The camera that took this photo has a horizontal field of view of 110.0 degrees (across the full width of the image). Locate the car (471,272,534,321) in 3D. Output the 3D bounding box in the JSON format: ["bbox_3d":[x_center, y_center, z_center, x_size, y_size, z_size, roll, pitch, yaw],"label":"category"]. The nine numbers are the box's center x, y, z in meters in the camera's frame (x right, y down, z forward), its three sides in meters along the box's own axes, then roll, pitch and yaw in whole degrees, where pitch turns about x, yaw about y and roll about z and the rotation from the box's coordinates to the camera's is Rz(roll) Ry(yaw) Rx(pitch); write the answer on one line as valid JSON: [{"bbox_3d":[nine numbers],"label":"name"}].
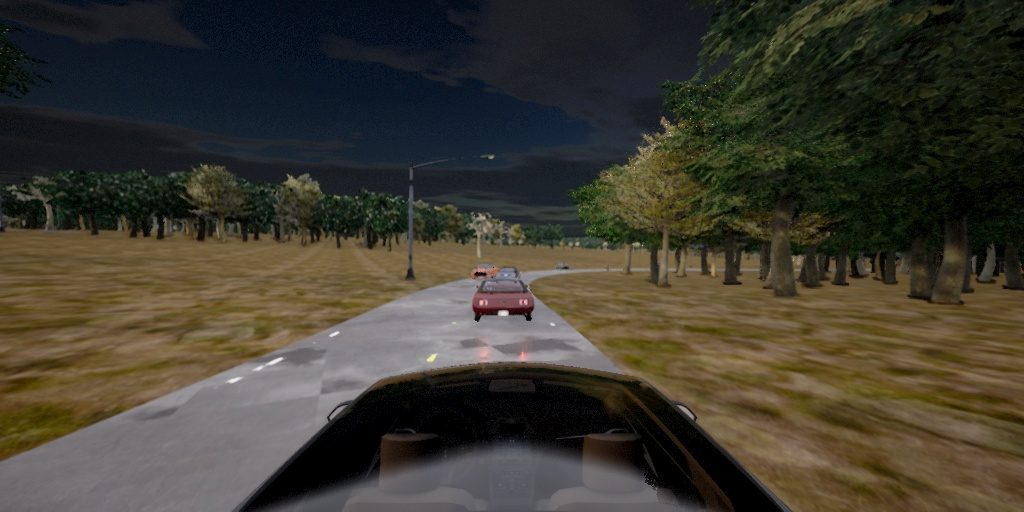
[{"bbox_3d":[-0.359,1.444,12.926,1.895,1.301,4.718,0,-1,-3],"label":"car"}]

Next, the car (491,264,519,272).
[{"bbox_3d":[-0.232,1.631,30.817,2.033,1.411,5.357,0,-1,5],"label":"car"}]

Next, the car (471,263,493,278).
[{"bbox_3d":[-2.714,1.501,36.476,2.097,1.767,4.553,0,-1,8],"label":"car"}]
